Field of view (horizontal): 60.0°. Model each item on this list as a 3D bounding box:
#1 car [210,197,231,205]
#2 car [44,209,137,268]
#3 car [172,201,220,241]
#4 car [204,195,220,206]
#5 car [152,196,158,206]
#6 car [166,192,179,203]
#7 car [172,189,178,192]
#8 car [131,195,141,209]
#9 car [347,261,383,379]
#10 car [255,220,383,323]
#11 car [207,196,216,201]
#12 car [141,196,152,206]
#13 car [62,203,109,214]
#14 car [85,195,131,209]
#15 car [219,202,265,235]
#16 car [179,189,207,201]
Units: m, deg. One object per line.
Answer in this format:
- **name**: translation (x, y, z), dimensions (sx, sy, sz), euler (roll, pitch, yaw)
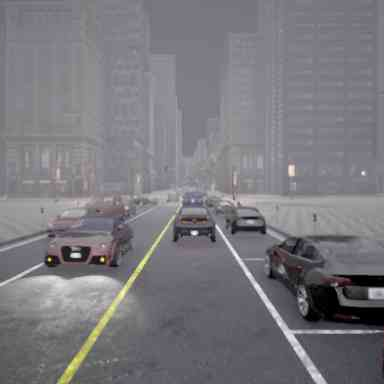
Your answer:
- **car**: translation (2.763, 1.360, 28.570), dimensions (1.802, 1.307, 4.206), euler (0, 1, 0)
- **car**: translation (-3.102, 1.483, 10.858), dimensions (1.994, 1.385, 4.181), euler (0, 0, 0)
- **car**: translation (0.098, 1.387, 15.924), dimensions (1.837, 1.490, 4.892), euler (0, 1, 0)
- **car**: translation (2.762, 1.166, 46.737), dimensions (1.947, 1.339, 4.313), euler (0, 1, 0)
- **car**: translation (-5.764, 1.181, 46.742), dimensions (1.802, 1.307, 4.206), euler (0, 1, 0)
- **car**: translation (-3.005, 1.090, 53.564), dimensions (1.994, 1.385, 4.181), euler (0, 1, 0)
- **car**: translation (-5.508, 0.612, 90.105), dimensions (1.887, 1.381, 4.507), euler (0, 1, 0)
- **car**: translation (-5.763, 1.228, 27.412), dimensions (1.967, 1.590, 4.097), euler (0, 0, 0)
- **car**: translation (2.763, 1.532, 1.573), dimensions (1.887, 1.381, 4.507), euler (0, 0, 0)
- **car**: translation (2.763, 1.514, 6.972), dimensions (1.947, 1.339, 4.313), euler (0, 0, 0)
- **car**: translation (2.762, 1.242, 39.372), dimensions (1.947, 1.339, 4.313), euler (0, 1, 0)
- **car**: translation (-7.501, 1.049, 40.816), dimensions (4.403, 1.369, 2.008), euler (-1, 1, -9)
- **car**: translation (-5.763, 1.456, 16.812), dimensions (1.802, 1.307, 4.206), euler (0, 0, 0)
- **car**: translation (-5.763, 1.148, 22.110), dimensions (2.192, 1.841, 5.009), euler (0, 0, 0)
- **car**: translation (2.762, 1.433, 17.771), dimensions (1.947, 1.339, 4.313), euler (0, 0, 0)
- **car**: translation (0.097, 0.944, 34.542), dimensions (2.150, 2.045, 5.566), euler (0, 1, 0)
